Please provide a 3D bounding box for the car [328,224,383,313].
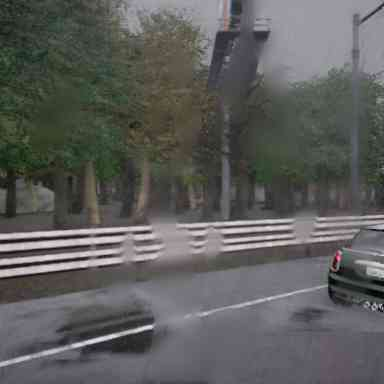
[{"bbox_3d":[4.901,1.399,6.739,4.553,1.767,2.097,1,0,-32],"label":"car"}]
